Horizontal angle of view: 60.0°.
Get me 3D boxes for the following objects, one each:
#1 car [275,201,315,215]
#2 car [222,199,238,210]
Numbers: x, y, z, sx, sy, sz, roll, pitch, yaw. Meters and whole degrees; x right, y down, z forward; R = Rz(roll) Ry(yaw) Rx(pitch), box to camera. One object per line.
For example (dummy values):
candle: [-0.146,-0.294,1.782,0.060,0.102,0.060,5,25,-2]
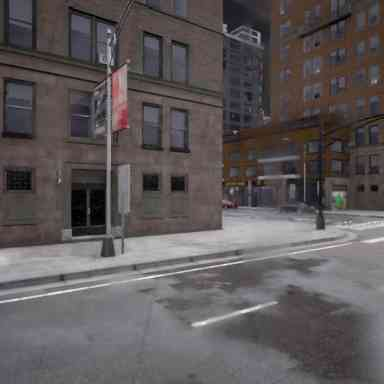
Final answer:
car: [10.593,1.580,34.298,1.947,1.339,4.313,0,0,-35]
car: [4.238,1.594,43.304,1.802,1.307,4.206,0,0,-35]
